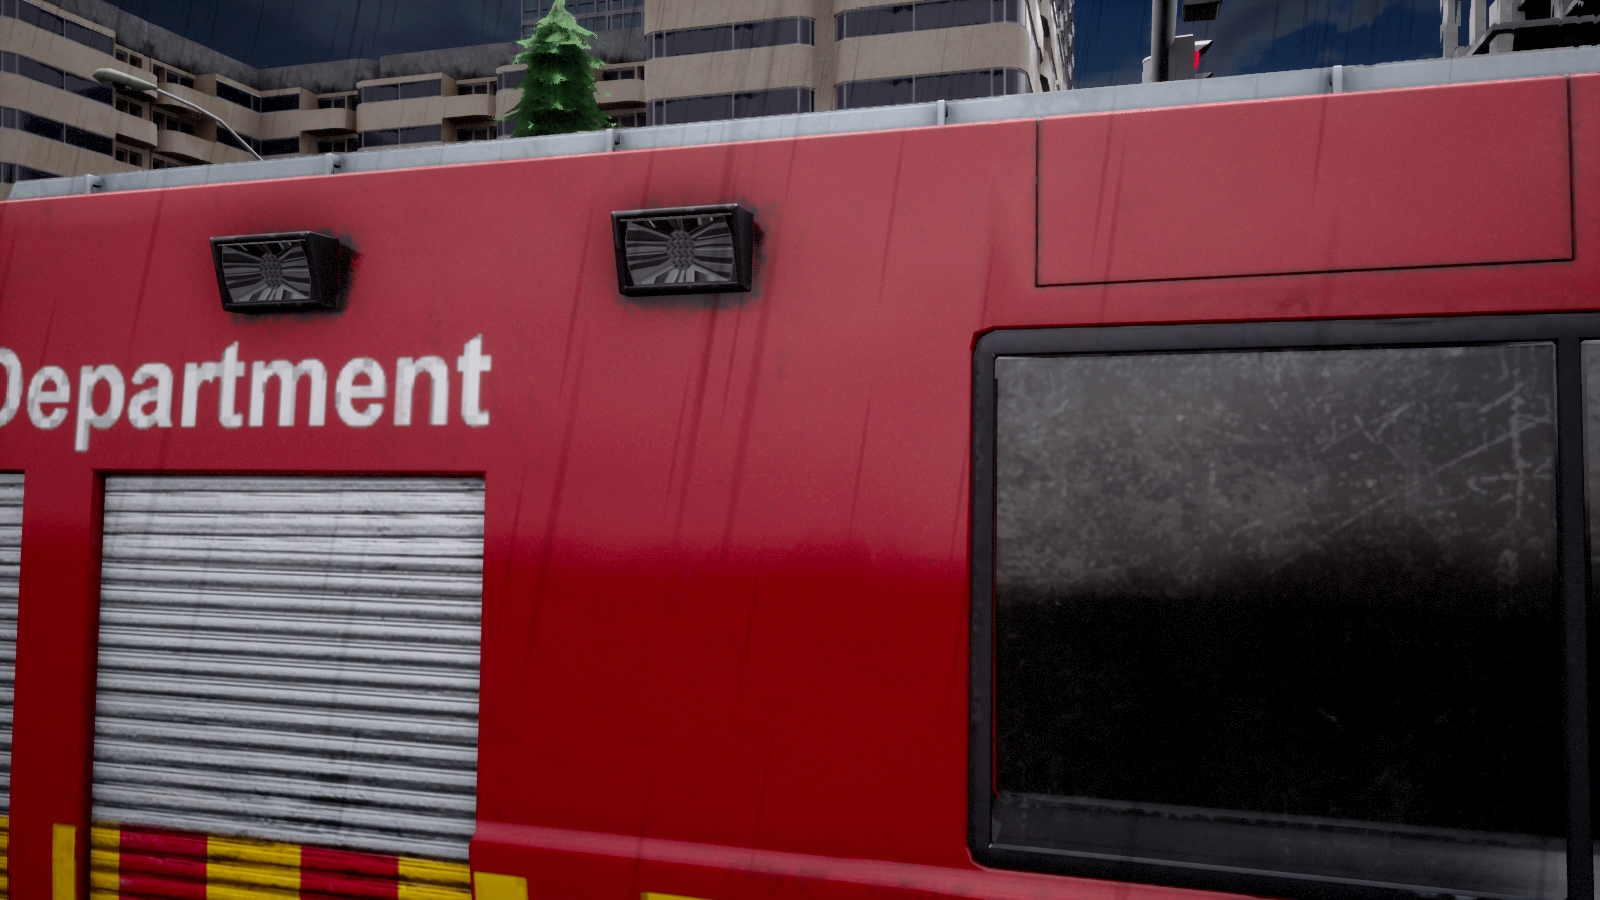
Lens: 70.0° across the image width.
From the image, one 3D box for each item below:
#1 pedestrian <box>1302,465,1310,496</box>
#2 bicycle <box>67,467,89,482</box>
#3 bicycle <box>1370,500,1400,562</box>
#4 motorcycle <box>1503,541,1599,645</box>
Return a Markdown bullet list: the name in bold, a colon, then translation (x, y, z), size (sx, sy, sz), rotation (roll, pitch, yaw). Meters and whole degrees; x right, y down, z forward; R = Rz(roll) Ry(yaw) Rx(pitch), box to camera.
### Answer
- **pedestrian**: translation (30.240, 1.835, 68.305), size (0.375, 1.860, 0.375), rotation (0, 0, 15)
- **bicycle**: translation (-63.035, 2.102, 99.803), size (1.487, 1.276, 0.859), rotation (0, 0, 15)
- **bicycle**: translation (15.017, 2.059, 29.346), size (0.329, 1.471, 1.835), rotation (0, -1, 16)
- **motorcycle**: translation (11.678, 2.155, 17.664), size (0.764, 1.307, 2.356), rotation (0, 0, 16)
